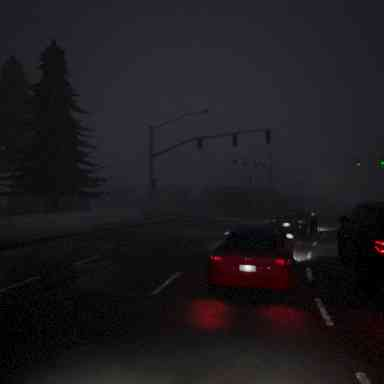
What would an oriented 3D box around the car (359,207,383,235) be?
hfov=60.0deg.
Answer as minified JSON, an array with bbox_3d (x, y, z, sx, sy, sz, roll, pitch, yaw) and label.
[{"bbox_3d":[11.688,1.632,19.236,4.181,1.385,1.994,0,-1,-37],"label":"car"}]

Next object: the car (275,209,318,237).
[{"bbox_3d":[5.735,1.616,18.518,1.994,1.385,4.181,0,0,29],"label":"car"}]

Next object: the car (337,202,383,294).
[{"bbox_3d":[5.281,1.252,8.684,2.150,2.045,5.566,0,0,16],"label":"car"}]

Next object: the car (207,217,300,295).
[{"bbox_3d":[1.732,1.588,8.952,1.994,1.385,4.181,0,0,16],"label":"car"}]

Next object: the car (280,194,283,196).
[{"bbox_3d":[22.768,1.457,90.577,4.605,1.855,1.932,0,0,37],"label":"car"}]
